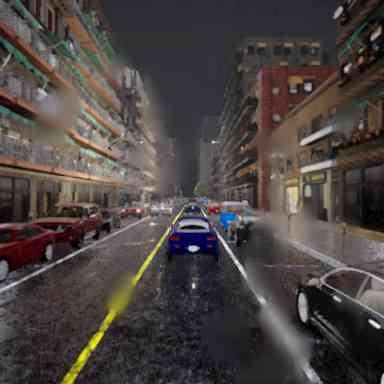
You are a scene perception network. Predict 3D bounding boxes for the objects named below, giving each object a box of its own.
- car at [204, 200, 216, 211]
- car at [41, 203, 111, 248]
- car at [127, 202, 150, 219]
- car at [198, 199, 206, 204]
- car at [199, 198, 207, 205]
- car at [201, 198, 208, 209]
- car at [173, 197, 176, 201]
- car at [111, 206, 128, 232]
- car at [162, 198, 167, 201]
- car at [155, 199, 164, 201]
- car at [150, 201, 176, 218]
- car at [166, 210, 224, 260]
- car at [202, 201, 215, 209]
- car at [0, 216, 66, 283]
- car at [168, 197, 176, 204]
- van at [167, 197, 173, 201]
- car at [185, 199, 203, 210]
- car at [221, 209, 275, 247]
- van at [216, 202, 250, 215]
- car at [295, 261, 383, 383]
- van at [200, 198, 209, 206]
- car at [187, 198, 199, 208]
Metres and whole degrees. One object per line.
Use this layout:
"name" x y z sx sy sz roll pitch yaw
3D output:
"car" 2.700 1.938 38.333 1.887 1.381 4.507 0 -1 0
"car" -5.681 1.470 15.681 2.192 1.841 5.009 0 -1 0
"car" -5.680 1.773 32.671 1.967 1.590 4.097 0 -1 0
"car" 2.707 2.552 89.312 1.947 1.339 4.313 0 -1 0
"car" 2.706 2.356 83.649 1.967 1.590 4.097 0 -1 0
"car" 2.702 1.959 49.663 1.967 1.590 4.097 0 -1 0
"car" -5.674 2.439 83.479 1.752 1.417 4.829 0 -1 0
"car" -5.682 1.779 21.341 1.947 1.339 4.313 0 -1 0
"car" -5.677 2.023 55.330 1.967 1.590 4.097 0 -1 0
"car" -5.678 2.043 49.494 1.752 1.417 4.829 0 -1 0
"car" -2.995 1.859 33.831 1.895 1.301 4.718 0 -1 0
"car" 0.026 1.653 12.879 1.812 1.442 4.674 0 -1 0
"car" 2.702 2.164 55.326 1.802 1.307 4.206 0 -1 0
"car" -5.683 1.644 10.014 1.887 1.381 4.507 0 -1 0
"car" -5.672 2.371 94.982 2.192 1.841 5.009 0 -1 0
"van" -5.675 2.119 72.324 1.690 1.788 3.998 0 -1 0
"car" 0.108 2.024 44.326 1.994 1.385 4.181 0 -1 0
"car" 2.697 1.706 15.677 2.008 1.369 4.403 0 -1 0
"van" 2.699 1.554 21.341 1.690 1.788 3.998 0 -1 0
"car" 2.696 1.594 4.347 2.008 1.369 4.403 0 -1 0
"van" 2.705 2.119 72.323 1.690 1.788 3.998 0 -1 0
"car" 0.110 2.000 61.147 2.097 1.767 4.553 0 -1 0
